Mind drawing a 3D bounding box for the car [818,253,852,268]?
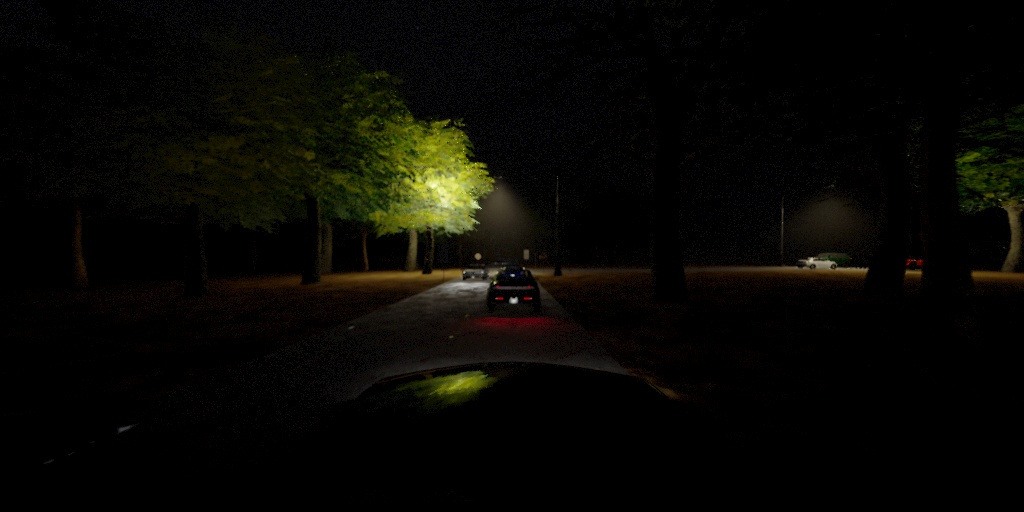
[{"bbox_3d":[42.709,0.563,48.438,5.566,2.045,2.150,0,1,-7],"label":"car"}]

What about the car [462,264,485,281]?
[{"bbox_3d":[-3.062,1.369,30.577,1.895,1.301,4.718,0,0,0],"label":"car"}]

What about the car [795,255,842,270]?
[{"bbox_3d":[37.937,0.913,44.780,4.674,1.442,1.812,0,1,-6],"label":"car"}]

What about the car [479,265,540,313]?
[{"bbox_3d":[0.070,1.257,14.131,2.128,1.511,4.902,0,0,0],"label":"car"}]

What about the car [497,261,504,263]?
[{"bbox_3d":[0.053,1.335,26.928,1.994,1.385,4.181,0,0,1],"label":"car"}]
